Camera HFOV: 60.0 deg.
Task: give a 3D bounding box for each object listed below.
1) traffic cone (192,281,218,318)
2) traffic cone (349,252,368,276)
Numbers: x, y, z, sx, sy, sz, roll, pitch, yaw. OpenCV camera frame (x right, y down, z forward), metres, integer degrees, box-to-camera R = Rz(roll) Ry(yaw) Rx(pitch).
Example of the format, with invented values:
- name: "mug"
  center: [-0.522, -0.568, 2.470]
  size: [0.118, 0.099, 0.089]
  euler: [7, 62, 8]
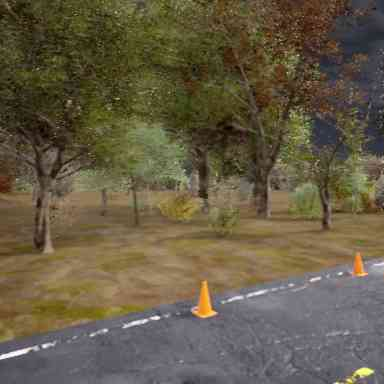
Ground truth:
- name: "traffic cone"
  center: [0.236, 1.927, 6.085]
  size: [0.340, 0.580, 0.340]
  euler: [0, 0, -34]
- name: "traffic cone"
  center: [4.449, 1.900, 8.889]
  size: [0.340, 0.580, 0.340]
  euler: [0, 0, -33]
